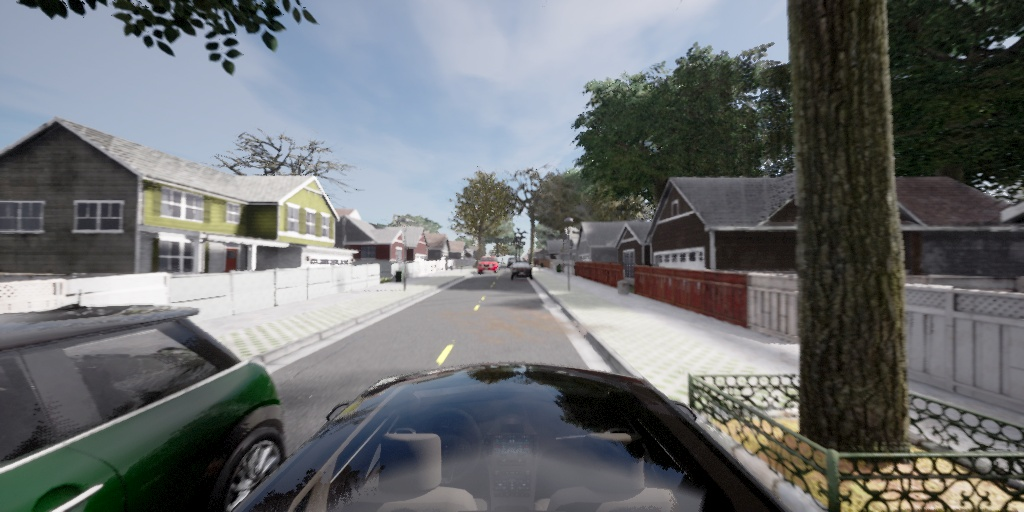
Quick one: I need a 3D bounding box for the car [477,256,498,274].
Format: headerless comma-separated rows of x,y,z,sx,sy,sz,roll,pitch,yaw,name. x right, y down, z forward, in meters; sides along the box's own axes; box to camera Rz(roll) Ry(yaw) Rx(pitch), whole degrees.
-2.832,1.067,42.686,2.150,2.045,5.566,0,0,0,car

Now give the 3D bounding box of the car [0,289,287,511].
-2.849,1.102,0.942,2.097,1.767,4.553,0,0,0,car

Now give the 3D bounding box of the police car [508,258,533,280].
0.830,1.237,32.197,1.930,1.638,5.238,0,0,0,police car
